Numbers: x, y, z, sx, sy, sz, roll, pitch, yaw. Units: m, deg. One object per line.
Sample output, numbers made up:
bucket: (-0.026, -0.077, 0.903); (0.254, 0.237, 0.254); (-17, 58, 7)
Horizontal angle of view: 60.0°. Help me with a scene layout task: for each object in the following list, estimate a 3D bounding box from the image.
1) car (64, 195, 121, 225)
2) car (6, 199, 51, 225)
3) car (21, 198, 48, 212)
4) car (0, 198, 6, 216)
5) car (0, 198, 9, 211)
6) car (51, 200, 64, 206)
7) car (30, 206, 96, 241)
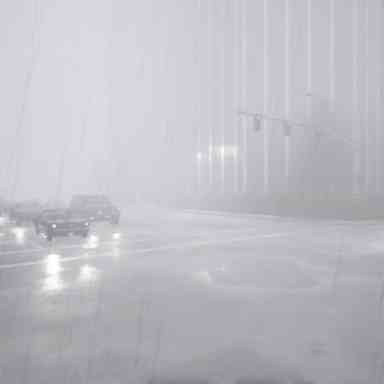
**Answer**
car: (-6.979, 1.207, 23.388); (2.150, 2.045, 5.566); (0, 0, -36)
car: (-12.188, 1.470, 24.613); (1.882, 1.535, 5.008); (0, 0, -36)
car: (-19.193, 1.533, 40.301); (2.033, 1.411, 5.357); (0, 0, -36)
car: (-18.107, 1.593, 32.801); (1.895, 1.301, 4.718); (0, 0, -36)
car: (-24.191, 1.483, 41.276); (2.128, 1.511, 4.902); (0, 0, -35)
car: (-12.997, 1.511, 31.719); (1.812, 1.442, 4.674); (0, 0, -36)
car: (-6.728, 1.593, 16.976); (1.895, 1.301, 4.718); (0, 0, -34)
